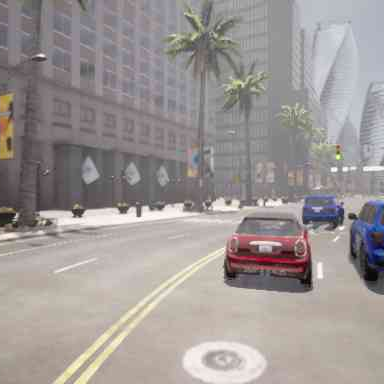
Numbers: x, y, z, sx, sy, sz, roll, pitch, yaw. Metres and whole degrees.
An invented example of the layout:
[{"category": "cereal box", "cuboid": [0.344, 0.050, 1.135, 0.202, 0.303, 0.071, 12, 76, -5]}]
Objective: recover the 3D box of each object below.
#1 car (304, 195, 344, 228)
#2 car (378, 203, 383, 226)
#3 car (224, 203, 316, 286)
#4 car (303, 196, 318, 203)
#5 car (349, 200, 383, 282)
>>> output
[{"category": "car", "cuboid": [9.073, 1.252, 22.887, 2.150, 2.045, 5.566, 0, 0, 30]}, {"category": "car", "cuboid": [15.244, 1.526, 23.347, 5.008, 1.535, 1.882, 0, -1, -37]}, {"category": "car", "cuboid": [2.405, 1.359, 9.861, 2.097, 1.767, 4.553, 0, 0, 18]}, {"category": "car", "cuboid": [25.528, 1.591, 71.586, 2.161, 1.482, 4.786, 0, 0, 30]}, {"category": "car", "cuboid": [5.906, 1.237, 9.550, 2.150, 2.045, 5.566, 0, -1, 21]}]
